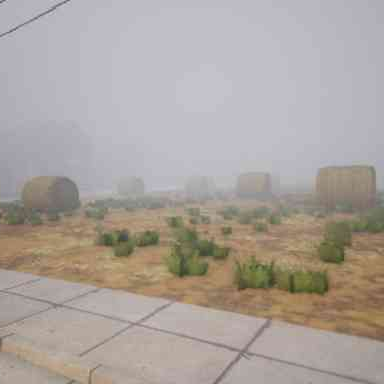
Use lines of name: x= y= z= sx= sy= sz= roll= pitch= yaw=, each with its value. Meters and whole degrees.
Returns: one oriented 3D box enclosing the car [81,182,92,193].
car: x=-21.089 y=-0.905 z=66.448 sx=1.905 sy=1.878 sz=3.866 roll=4 pitch=3 yaw=-14
